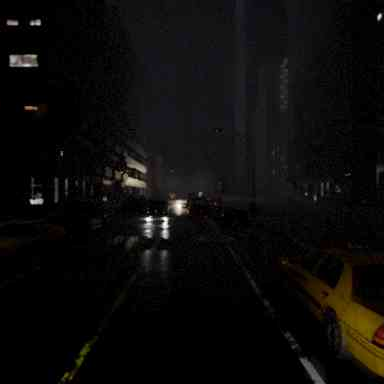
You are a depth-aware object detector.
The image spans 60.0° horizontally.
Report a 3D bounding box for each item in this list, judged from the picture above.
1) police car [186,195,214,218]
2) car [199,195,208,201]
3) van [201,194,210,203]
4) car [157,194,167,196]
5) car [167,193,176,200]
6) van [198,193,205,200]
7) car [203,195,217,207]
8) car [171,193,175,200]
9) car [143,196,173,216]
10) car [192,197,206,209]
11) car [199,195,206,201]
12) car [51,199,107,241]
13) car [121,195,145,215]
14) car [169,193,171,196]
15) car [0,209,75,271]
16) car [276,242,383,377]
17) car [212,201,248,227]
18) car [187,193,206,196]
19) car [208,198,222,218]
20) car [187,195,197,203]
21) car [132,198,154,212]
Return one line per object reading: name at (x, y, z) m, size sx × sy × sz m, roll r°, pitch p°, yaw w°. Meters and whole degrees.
police car at (0.664, 1.375, 29.586) m, size 1.930 × 1.638 × 5.238 m, roll 0°, pitch 0°, yaw -3°
car at (2.647, 1.459, 77.931) m, size 1.802 × 1.307 × 4.206 m, roll 1°, pitch 0°, yaw 0°
van at (2.658, 1.235, 66.793) m, size 1.690 × 1.788 × 3.998 m, roll 1°, pitch 0°, yaw 0°
car at (-5.718, 1.461, 55.648) m, size 2.008 × 1.369 × 4.403 m, roll 1°, pitch 0°, yaw 0°
car at (-5.741, 1.170, 94.636) m, size 2.192 × 1.841 × 5.009 m, roll 1°, pitch 0°, yaw 0°
van at (2.639, 1.196, 94.642) m, size 1.690 × 1.788 × 3.998 m, roll 1°, pitch 0°, yaw 0°
car at (2.668, 1.358, 50.084) m, size 1.967 × 1.590 × 4.097 m, roll 1°, pitch 0°, yaw 0°
car at (-5.733, 1.429, 77.926) m, size 2.008 × 1.369 × 4.403 m, roll 1°, pitch 0°, yaw 0°
car at (-3.120, 1.452, 31.233) m, size 1.837 × 1.490 × 4.892 m, roll 0°, pitch 0°, yaw 0°
car at (0.868, 1.450, 45.490) m, size 1.812 × 1.442 × 4.674 m, roll 0°, pitch 0°, yaw 0°
car at (2.644, 1.395, 83.671) m, size 1.752 × 1.417 × 4.829 m, roll 1°, pitch 0°, yaw 0°
car at (-5.687, 1.286, 16.661) m, size 2.192 × 1.841 × 5.009 m, roll 1°, pitch 0°, yaw 0°
car at (-5.699, 1.259, 33.369) m, size 2.192 × 1.841 × 5.009 m, roll 1°, pitch 0°, yaw 0°
car at (-5.724, 1.419, 66.618) m, size 1.752 × 1.417 × 4.829 m, roll 1°, pitch 0°, yaw 0°
car at (-5.686, 1.506, 10.921) m, size 1.752 × 1.417 × 4.829 m, roll 1°, pitch 0°, yaw 0°
car at (2.697, 1.515, 5.697) m, size 1.752 × 1.417 × 4.829 m, roll 1°, pitch 0°, yaw 0°
car at (2.686, 1.512, 22.236) m, size 2.008 × 1.369 × 4.403 m, roll 1°, pitch 0°, yaw 0°
car at (0.498, 1.286, 39.370) m, size 2.097 × 1.767 × 4.553 m, roll 0°, pitch 0°, yaw -6°
car at (2.682, 1.503, 27.804) m, size 2.008 × 1.369 × 4.403 m, roll 1°, pitch 0°, yaw 0°
car at (-0.045, 1.422, 64.761) m, size 1.812 × 1.442 × 4.674 m, roll 0°, pitch 0°, yaw 0°
car at (-5.706, 1.480, 38.939) m, size 1.887 × 1.381 × 4.507 m, roll 1°, pitch 0°, yaw 0°
